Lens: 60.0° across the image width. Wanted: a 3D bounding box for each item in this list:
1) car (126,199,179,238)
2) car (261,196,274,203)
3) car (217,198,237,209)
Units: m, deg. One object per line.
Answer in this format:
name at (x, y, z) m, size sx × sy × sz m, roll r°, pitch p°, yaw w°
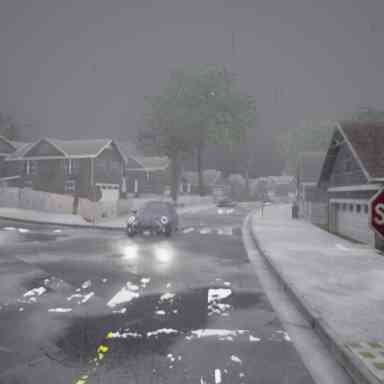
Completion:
car at (-1.931, 1.288, 17.398) m, size 2.097 × 1.767 × 4.553 m, roll 0°, pitch 0°, yaw 4°
car at (15.597, 1.604, 68.769) m, size 1.994 × 1.385 × 4.181 m, roll 0°, pitch -1°, yaw 28°
car at (4.641, 1.503, 43.814) m, size 1.994 × 1.385 × 4.181 m, roll 0°, pitch 1°, yaw 19°
